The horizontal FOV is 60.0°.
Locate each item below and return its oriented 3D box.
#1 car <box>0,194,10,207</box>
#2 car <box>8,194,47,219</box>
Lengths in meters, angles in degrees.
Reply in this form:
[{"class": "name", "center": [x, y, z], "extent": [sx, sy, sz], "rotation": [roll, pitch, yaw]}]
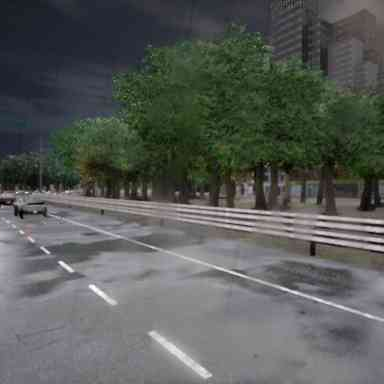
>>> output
[{"class": "car", "center": [-22.166, 0.997, 39.735], "extent": [1.882, 1.535, 5.008], "rotation": [0, 0, -34]}, {"class": "car", "center": [-12.519, 1.175, 25.639], "extent": [2.128, 1.511, 4.902], "rotation": [0, 1, -34]}]
